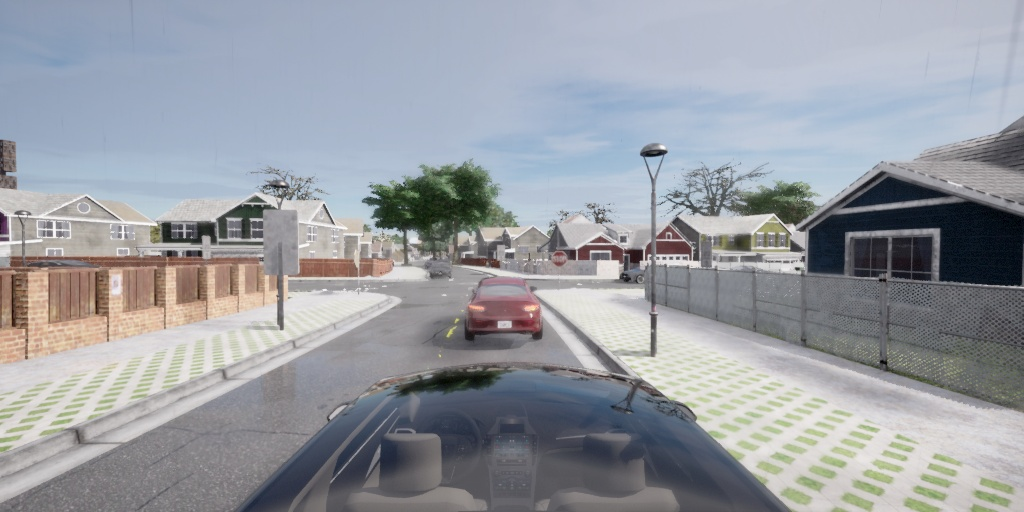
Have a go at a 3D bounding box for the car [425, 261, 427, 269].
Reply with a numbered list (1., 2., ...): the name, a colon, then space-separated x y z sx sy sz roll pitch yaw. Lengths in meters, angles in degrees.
1. car: -12.642 1.322 56.373 2.033 1.411 5.357 0 0 -19

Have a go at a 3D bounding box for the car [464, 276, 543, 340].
1. car: -0.254 1.274 9.831 1.812 1.442 4.674 0 0 -2

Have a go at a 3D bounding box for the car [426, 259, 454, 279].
1. car: -6.391 1.268 32.704 1.837 1.490 4.892 0 0 -7

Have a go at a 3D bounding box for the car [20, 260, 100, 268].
1. car: -27.798 1.006 21.592 4.892 1.490 1.837 0 1 -6

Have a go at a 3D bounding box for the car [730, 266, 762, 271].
1. car: 19.931 1.523 30.903 4.181 1.385 1.994 1 1 -17

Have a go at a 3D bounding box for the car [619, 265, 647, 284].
1. car: 10.665 1.429 28.365 4.181 1.385 1.994 1 1 -16
